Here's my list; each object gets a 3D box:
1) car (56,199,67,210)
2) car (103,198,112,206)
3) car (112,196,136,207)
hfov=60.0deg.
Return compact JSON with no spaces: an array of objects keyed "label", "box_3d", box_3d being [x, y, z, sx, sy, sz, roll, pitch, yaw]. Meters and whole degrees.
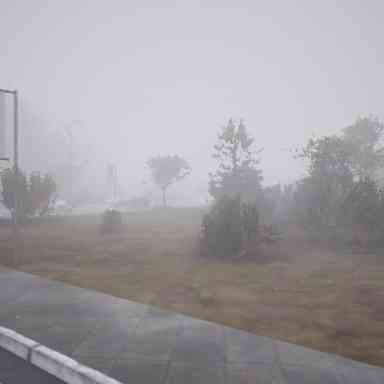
[{"label":"car","box_3d":[-17.596,1.519,40.574,1.812,1.442,4.674,0,0,39]},{"label":"car","box_3d":[-12.011,1.424,53.194,1.812,1.442,4.674,0,1,39]},{"label":"car","box_3d":[-9.229,1.375,51.069,1.882,1.535,5.008,0,1,39]}]
